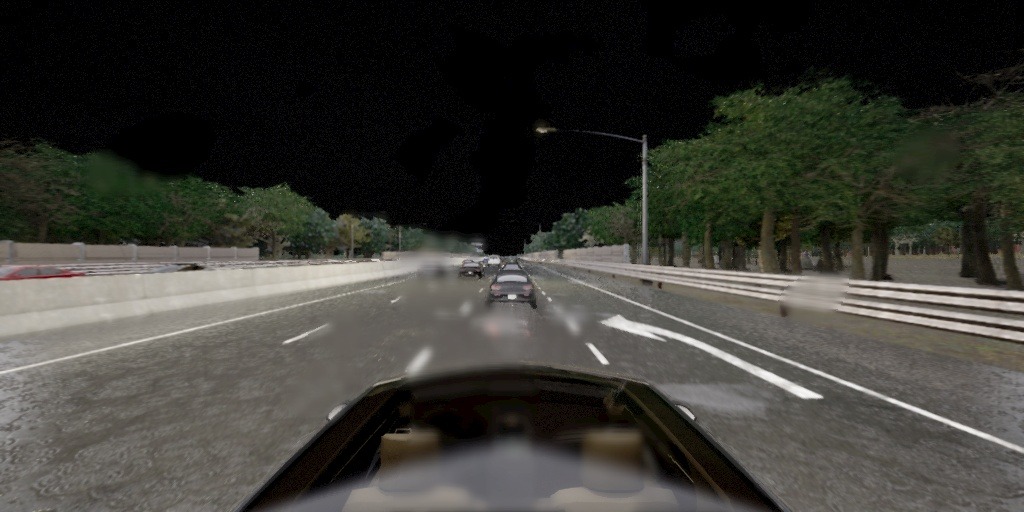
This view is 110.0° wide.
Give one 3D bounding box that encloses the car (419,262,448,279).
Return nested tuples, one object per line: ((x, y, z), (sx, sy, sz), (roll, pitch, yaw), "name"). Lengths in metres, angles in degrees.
((-6.987, 1.252, 32.330), (2.128, 1.511, 4.902), (0, 0, 0), "car")

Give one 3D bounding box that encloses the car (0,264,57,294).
((-28.084, 1.241, 18.873), (1.882, 1.535, 5.008), (0, 0, 0), "car")

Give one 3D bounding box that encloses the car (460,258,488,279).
((-3.488, 1.238, 32.339), (1.882, 1.535, 5.008), (0, 0, 0), "car")

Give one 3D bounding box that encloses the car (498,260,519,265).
((0.011, 1.325, 32.314), (1.994, 1.385, 4.181), (0, 0, 0), "car")

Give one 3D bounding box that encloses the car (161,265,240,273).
((-17.587, 1.365, 21.410), (1.895, 1.301, 4.718), (0, 0, 0), "car")

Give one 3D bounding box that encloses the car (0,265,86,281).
((-24.589, 1.241, 17.808), (1.882, 1.535, 5.008), (0, 0, 0), "car")

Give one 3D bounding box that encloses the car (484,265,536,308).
((0.005, 1.288, 15.080), (1.812, 1.442, 4.674), (0, 0, 0), "car")

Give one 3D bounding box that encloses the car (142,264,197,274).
((-21.082, 1.269, 22.579), (1.837, 1.490, 4.892), (0, 0, 0), "car")

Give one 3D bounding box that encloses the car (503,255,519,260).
((0.022, 0.941, 58.219), (2.150, 2.045, 5.566), (0, 0, 0), "car")
